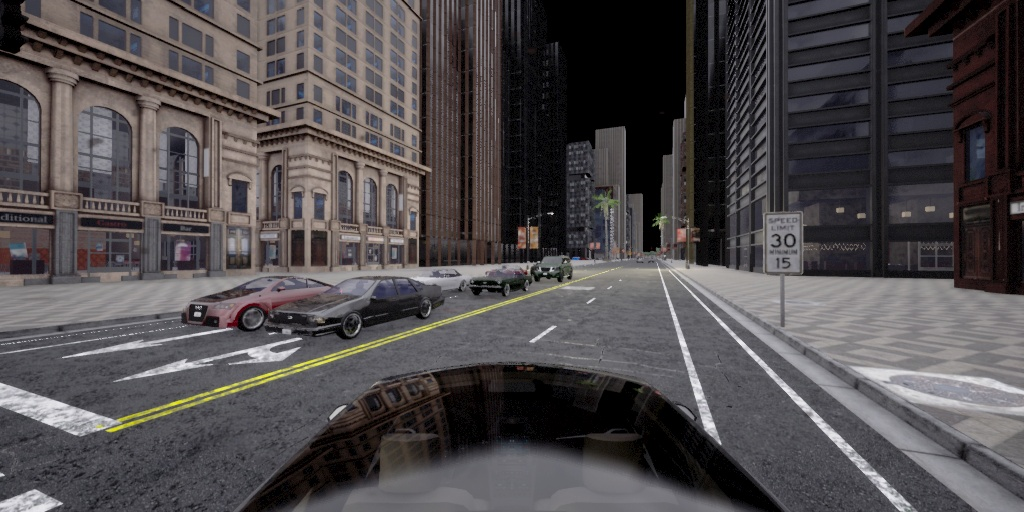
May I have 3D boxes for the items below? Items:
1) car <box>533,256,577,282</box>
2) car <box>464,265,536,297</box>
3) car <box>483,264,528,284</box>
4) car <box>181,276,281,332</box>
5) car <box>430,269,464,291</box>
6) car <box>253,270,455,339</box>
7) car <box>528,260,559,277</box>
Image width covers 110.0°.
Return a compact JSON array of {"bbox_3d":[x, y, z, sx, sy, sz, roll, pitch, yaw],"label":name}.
[{"bbox_3d":[3.481,0.986,29.310,2.150,2.045,5.566,0,0,22],"label":"car"},{"bbox_3d":[-0.488,1.357,19.377,1.895,1.301,4.718,0,0,22],"label":"car"},{"bbox_3d":[-0.376,1.363,28.424,1.895,1.301,4.718,0,0,22],"label":"car"},{"bbox_3d":[-7.313,1.315,11.034,1.994,1.385,4.181,0,0,22],"label":"car"},{"bbox_3d":[-4.070,1.356,19.173,1.895,1.301,4.718,0,0,22],"label":"car"},{"bbox_3d":[-4.042,1.299,10.471,2.033,1.411,5.357,0,0,22],"label":"car"},{"bbox_3d":[3.443,1.250,37.889,1.882,1.535,5.008,0,0,22],"label":"car"}]
